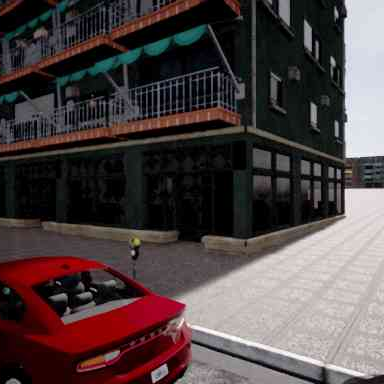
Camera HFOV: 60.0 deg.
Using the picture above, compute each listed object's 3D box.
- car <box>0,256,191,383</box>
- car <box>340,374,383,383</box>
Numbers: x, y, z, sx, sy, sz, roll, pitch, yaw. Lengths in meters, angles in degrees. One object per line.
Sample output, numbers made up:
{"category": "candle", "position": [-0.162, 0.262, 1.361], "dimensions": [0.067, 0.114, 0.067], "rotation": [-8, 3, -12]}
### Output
{"category": "car", "position": [-2.111, 1.544, 4.392], "dimensions": [4.507, 1.381, 1.887], "rotation": [0, 0, 36]}
{"category": "car", "position": [2.470, 1.566, 1.108], "dimensions": [4.313, 1.339, 1.947], "rotation": [0, 0, 36]}
